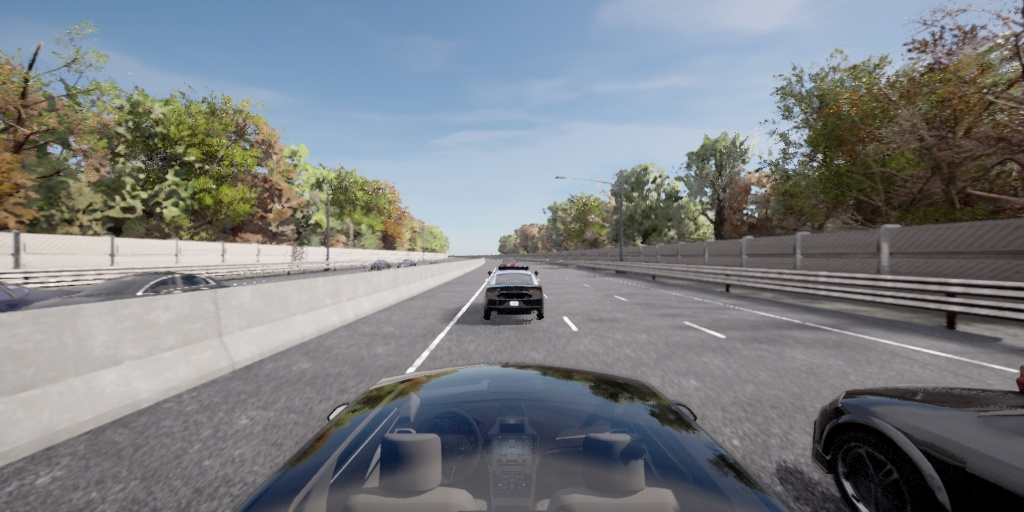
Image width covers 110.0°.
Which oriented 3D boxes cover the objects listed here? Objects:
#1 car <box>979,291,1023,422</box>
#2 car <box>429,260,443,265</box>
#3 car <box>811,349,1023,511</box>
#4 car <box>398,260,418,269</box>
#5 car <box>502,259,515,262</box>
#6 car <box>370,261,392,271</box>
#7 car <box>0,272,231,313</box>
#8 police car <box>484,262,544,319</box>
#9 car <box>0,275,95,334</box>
[{"bbox_3d":[7.092,1.226,2.217,1.882,1.535,5.008,0,0,0],"label":"car"},{"bbox_3d":[-11.384,1.331,54.500,1.994,1.385,4.181,0,0,-1],"label":"car"},{"bbox_3d":[3.591,1.313,1.359,1.994,1.385,4.181,0,0,0],"label":"car"},{"bbox_3d":[-14.791,1.257,51.073,2.128,1.511,4.902,0,0,-1],"label":"car"},{"bbox_3d":[-0.415,1.118,43.054,2.097,1.767,4.553,0,0,-1],"label":"car"},{"bbox_3d":[-18.269,1.328,50.250,1.994,1.385,4.181,0,0,-1],"label":"car"},{"bbox_3d":[-10.635,1.259,10.465,1.837,1.490,4.892,0,0,0],"label":"car"},{"bbox_3d":[0.049,1.179,13.019,1.930,1.638,5.238,0,0,0],"label":"police car"},{"bbox_3d":[-14.122,1.302,8.594,2.033,1.411,5.357,0,0,0],"label":"car"}]
